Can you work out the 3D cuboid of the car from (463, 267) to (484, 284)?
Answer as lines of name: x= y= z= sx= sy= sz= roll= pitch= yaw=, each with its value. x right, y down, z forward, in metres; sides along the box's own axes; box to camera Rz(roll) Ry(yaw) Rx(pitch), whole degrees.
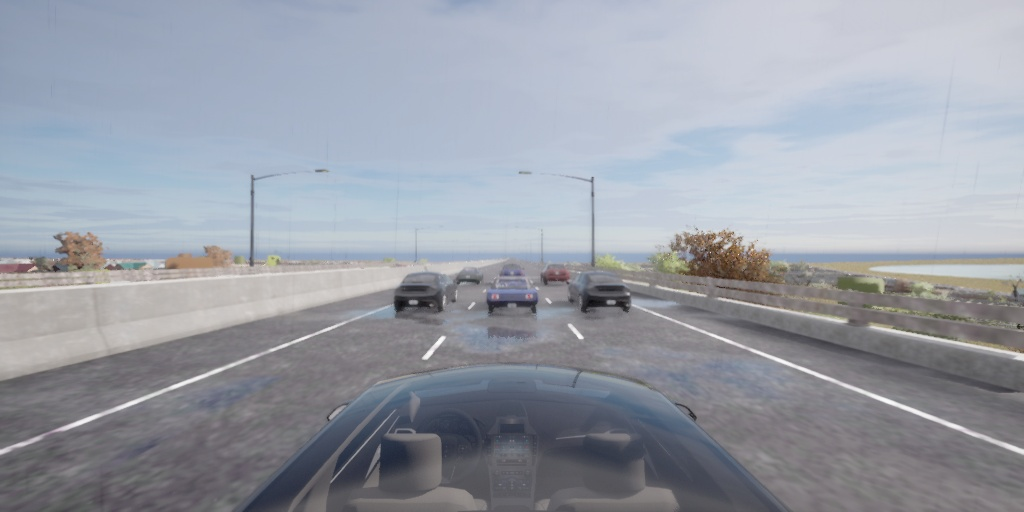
car: x=-3.460 y=1.612 z=30.116 sx=1.994 sy=1.385 sz=4.181 roll=0 pitch=-1 yaw=0

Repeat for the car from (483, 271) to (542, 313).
car: x=0.025 y=1.489 z=14.846 sx=1.895 sy=1.301 sz=4.718 roll=0 pitch=-1 yaw=0

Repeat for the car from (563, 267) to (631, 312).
car: x=3.528 y=1.397 z=15.102 sx=1.837 sy=1.490 sz=4.892 roll=0 pitch=0 yaw=0

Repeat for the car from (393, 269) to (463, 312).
car: x=-3.472 y=1.398 z=15.116 sx=1.837 sy=1.490 sz=4.892 roll=0 pitch=0 yaw=0

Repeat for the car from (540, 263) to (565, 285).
car: x=3.540 y=1.397 z=30.015 sx=2.097 sy=1.767 sz=4.553 roll=0 pitch=-1 yaw=0

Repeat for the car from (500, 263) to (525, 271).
car: x=0.040 y=1.397 z=30.019 sx=2.097 sy=1.767 sz=4.553 roll=0 pitch=-1 yaw=0
